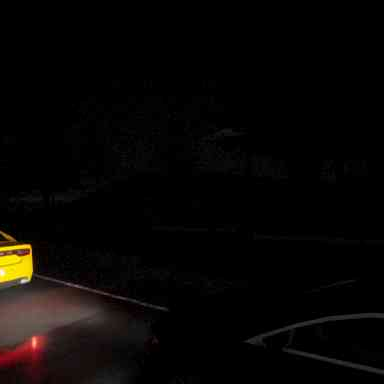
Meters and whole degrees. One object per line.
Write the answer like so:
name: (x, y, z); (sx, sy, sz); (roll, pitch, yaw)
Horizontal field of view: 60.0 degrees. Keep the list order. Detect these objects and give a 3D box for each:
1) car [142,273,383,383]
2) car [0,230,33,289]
car: (1.732, 1.492, 2.772); (4.902, 1.511, 2.128); (0, 0, 35)
car: (-5.867, 1.468, 8.023); (5.008, 1.535, 1.882); (0, 0, 35)
